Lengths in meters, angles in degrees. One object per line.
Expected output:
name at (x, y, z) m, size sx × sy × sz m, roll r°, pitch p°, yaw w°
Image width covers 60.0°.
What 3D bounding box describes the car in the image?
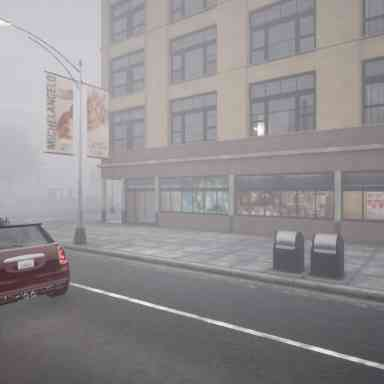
car at (-4.784, 1.352, 7.386) m, size 4.553 × 1.767 × 2.097 m, roll 0°, pitch 0°, yaw 36°
